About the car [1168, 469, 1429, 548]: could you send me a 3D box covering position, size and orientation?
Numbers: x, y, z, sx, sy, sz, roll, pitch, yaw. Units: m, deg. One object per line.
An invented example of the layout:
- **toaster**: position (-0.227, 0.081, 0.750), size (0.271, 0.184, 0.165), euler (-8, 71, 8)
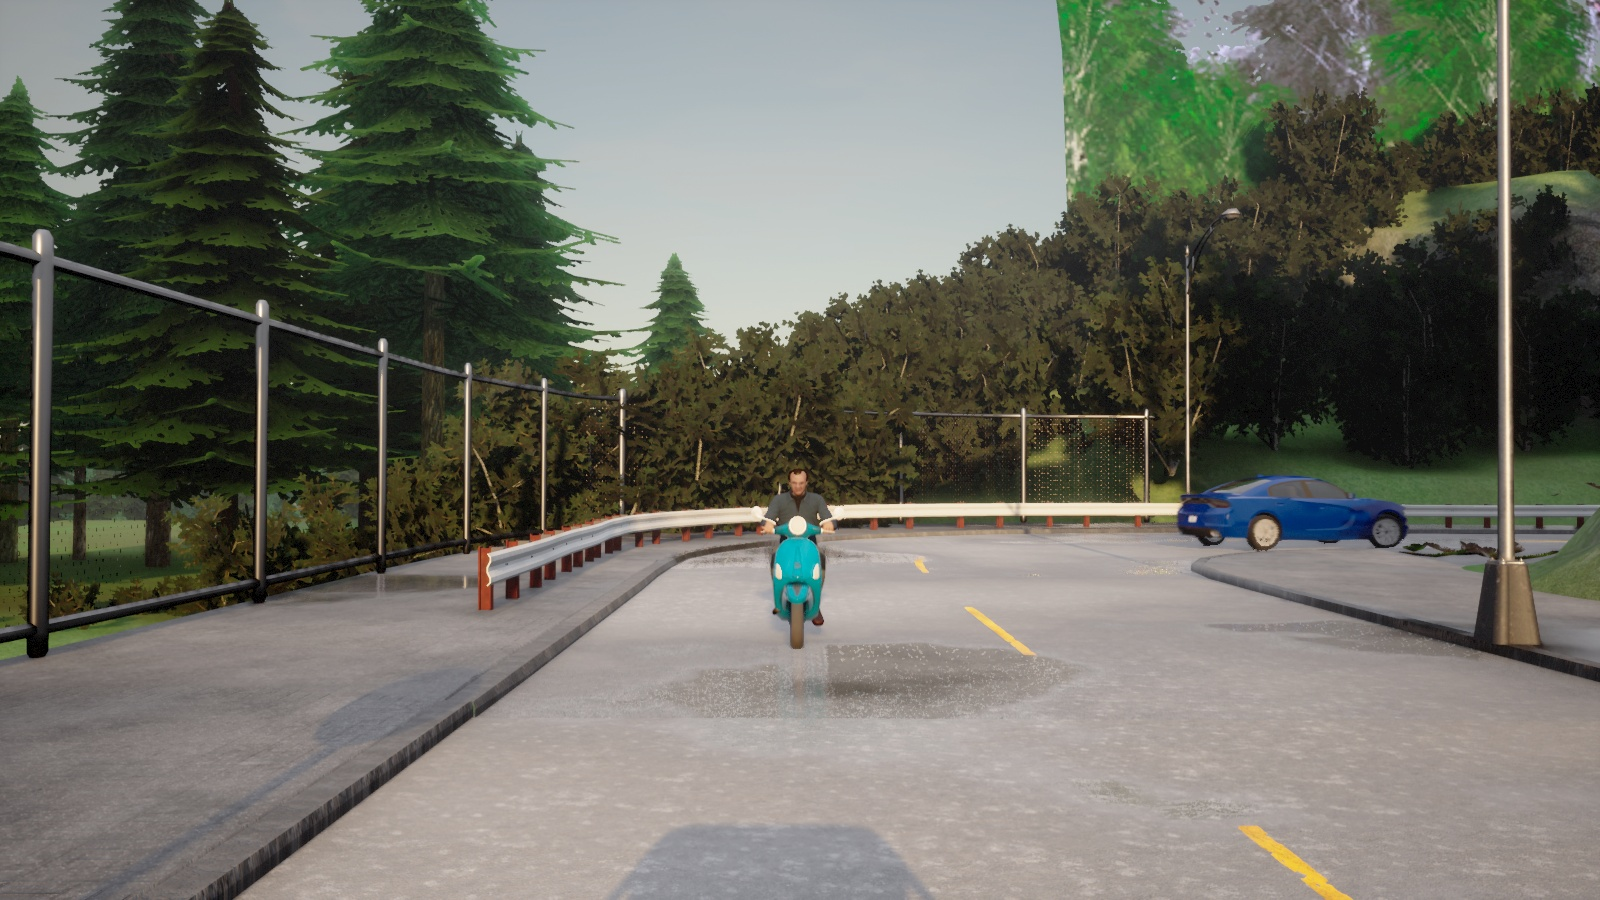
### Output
- **car**: position (10.467, 1.194, 26.410), size (5.008, 1.535, 1.882), euler (0, -1, -17)

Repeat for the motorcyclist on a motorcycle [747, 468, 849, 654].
- **motorcyclist on a motorcycle**: position (-0.013, 0.963, 11.645), size (0.866, 1.590, 1.817), euler (0, -1, 0)
